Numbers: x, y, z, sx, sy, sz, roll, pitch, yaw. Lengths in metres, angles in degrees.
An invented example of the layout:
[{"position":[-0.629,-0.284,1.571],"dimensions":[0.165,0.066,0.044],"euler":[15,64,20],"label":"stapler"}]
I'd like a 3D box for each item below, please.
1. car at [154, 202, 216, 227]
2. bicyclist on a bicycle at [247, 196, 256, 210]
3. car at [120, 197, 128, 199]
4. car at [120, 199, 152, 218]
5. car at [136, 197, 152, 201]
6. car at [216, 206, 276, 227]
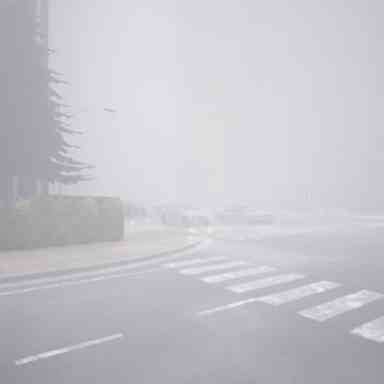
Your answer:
[{"position":[-0.636,1.579,23.843],"dimensions":[1.812,1.442,4.674],"euler":[0,0,-35],"label":"car"},{"position":[7.074,1.352,39.699],"dimensions":[1.656,1.620,0.582],"euler":[0,0,-35],"label":"bicyclist on a bicycle"},{"position":[-10.023,1.601,43.126],"dimensions":[2.033,1.411,5.357],"euler":[0,0,-35],"label":"car"},{"position":[-5.919,1.655,31.259],"dimensions":[1.895,1.301,4.718],"euler":[0,0,-35],"label":"car"},{"position":[-8.166,1.530,52.693],"dimensions":[1.882,1.535,5.008],"euler":[0,0,-35],"label":"car"},{"position":[3.681,1.654,23.815],"dimensions":[1.895,1.301,4.718],"euler":[0,0,-36],"label":"car"}]
